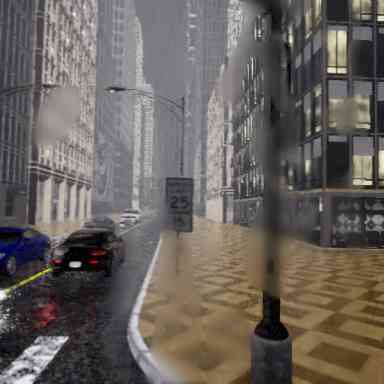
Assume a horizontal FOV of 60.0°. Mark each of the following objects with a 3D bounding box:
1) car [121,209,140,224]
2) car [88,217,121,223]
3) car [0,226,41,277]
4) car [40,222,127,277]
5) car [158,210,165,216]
[{"bbox_3d":[-8.549,3.394,46.259,2.150,2.045,5.566,1,-3,-3],"label":"car"},{"bbox_3d":[-7.520,2.732,27.320,2.033,1.411,5.357,1,-3,-3],"label":"car"},{"bbox_3d":[-6.574,1.969,11.852,1.812,1.442,4.674,1,-3,-3],"label":"car"},{"bbox_3d":[-3.491,2.030,11.863,1.812,1.442,4.674,1,-3,-3],"label":"car"},{"bbox_3d":[-8.286,5.676,92.104,2.097,1.767,4.553,1,-3,-3],"label":"car"}]
